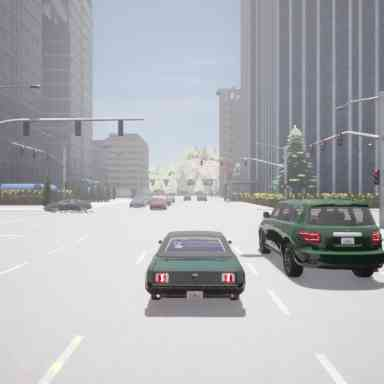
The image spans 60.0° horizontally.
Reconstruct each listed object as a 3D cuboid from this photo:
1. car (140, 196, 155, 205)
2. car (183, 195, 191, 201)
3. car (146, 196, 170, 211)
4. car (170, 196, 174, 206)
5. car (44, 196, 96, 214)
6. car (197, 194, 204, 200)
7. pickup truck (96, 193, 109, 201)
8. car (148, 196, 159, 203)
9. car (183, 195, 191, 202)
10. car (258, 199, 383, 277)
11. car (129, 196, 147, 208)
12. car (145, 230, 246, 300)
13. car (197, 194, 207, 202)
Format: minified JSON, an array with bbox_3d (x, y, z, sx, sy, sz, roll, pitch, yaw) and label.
[{"bbox_3d":[-7.902,1.491,59.239,2.128,1.511,4.902,0,0,-1],"label":"car"},{"bbox_3d":[-1.244,1.540,88.871,2.033,1.411,5.357,0,0,-1],"label":"car"},{"bbox_3d":[-4.136,1.477,41.066,1.882,1.535,5.008,0,0,-1],"label":"car"},{"bbox_3d":[-4.345,1.600,54.250,1.895,1.301,4.718,0,0,-1],"label":"car"},{"bbox_3d":[-13.272,1.491,35.908,4.902,1.511,2.128,0,1,-23],"label":"car"},{"bbox_3d":[2.254,1.386,89.065,1.882,1.535,5.008,0,0,-1],"label":"car"},{"bbox_3d":[-21.151,1.058,73.381,2.390,2.098,6.274,0,0,30],"label":"pickup truck"},{"bbox_3d":[-7.978,1.595,69.713,1.895,1.301,4.718,0,0,-1],"label":"car"},{"bbox_3d":[-1.099,1.500,78.516,1.837,1.490,4.892,0,0,-1],"label":"car"},{"bbox_3d":[3.588,1.221,10.349,2.150,2.045,5.566,0,0,0],"label":"car"},{"bbox_3d":[-7.759,1.526,47.651,1.812,1.442,4.674,0,0,-1],"label":"car"},{"bbox_3d":[0.076,1.601,8.321,1.895,1.301,4.718,0,0,0],"label":"car"},{"bbox_3d":[2.397,1.348,78.784,2.097,1.767,4.553,0,0,-1],"label":"car"}]
